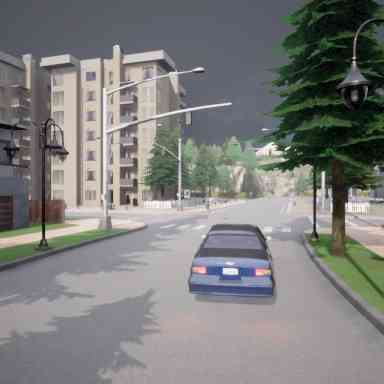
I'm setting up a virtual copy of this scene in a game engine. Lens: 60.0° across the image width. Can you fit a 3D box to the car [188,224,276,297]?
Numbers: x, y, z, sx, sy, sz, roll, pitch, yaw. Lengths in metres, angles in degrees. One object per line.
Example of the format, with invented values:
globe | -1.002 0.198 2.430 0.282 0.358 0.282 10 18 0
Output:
car | 1.127 1.547 8.766 2.033 1.411 5.357 0 0 9
